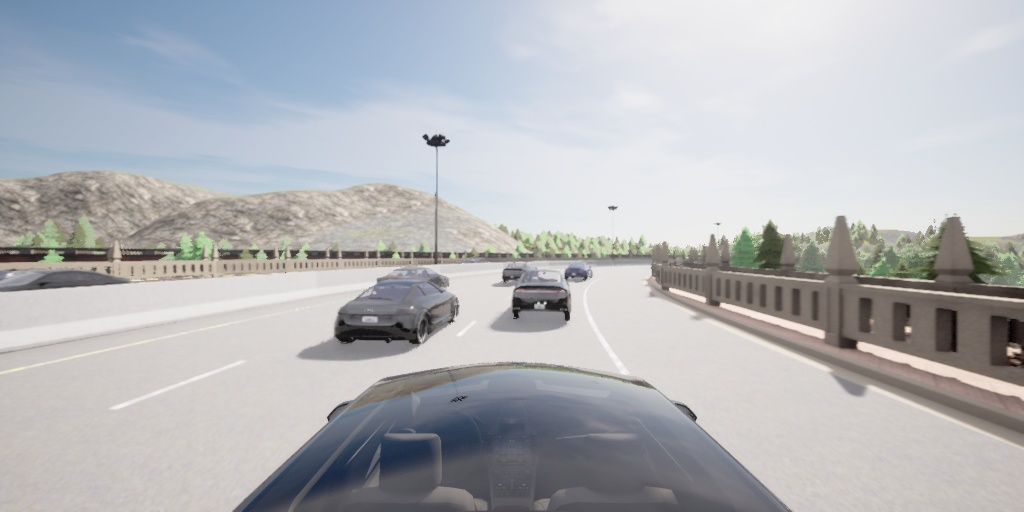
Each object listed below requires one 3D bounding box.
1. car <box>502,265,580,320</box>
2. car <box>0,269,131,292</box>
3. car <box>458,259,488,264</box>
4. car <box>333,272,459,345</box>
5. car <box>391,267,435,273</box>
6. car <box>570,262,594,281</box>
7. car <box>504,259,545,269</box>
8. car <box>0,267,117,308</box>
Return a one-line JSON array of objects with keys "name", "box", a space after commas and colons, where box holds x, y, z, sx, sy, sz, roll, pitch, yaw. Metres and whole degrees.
[{"name": "car", "box": [1.129, 1.232, 12.672, 2.128, 1.511, 4.902, 0, 0, 8]}, {"name": "car", "box": [-16.681, 1.221, 12.855, 1.812, 1.442, 4.674, 0, 0, 8]}, {"name": "car", "box": [-4.964, 1.198, 41.655, 1.837, 1.490, 4.892, 0, 0, 25]}, {"name": "car", "box": [-2.777, 1.298, 9.510, 1.994, 1.385, 4.181, 0, 0, 6]}, {"name": "car", "box": [-4.987, 1.266, 18.614, 2.033, 1.411, 5.357, 0, 0, 12]}, {"name": "car", "box": [5.649, 1.256, 30.280, 1.812, 1.442, 4.674, 0, 0, 20]}, {"name": "car", "box": [0.704, 1.214, 26.578, 2.128, 1.511, 4.902, 0, 0, 17]}, {"name": "car", "box": [-20.041, 1.233, 14.453, 2.033, 1.411, 5.357, 0, 0, 7]}]
